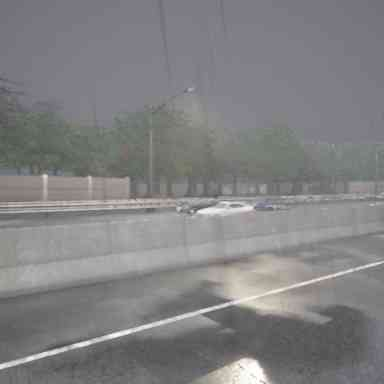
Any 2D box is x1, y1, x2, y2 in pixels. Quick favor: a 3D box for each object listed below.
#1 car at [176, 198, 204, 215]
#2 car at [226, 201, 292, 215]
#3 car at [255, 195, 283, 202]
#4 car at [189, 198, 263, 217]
[{"bbox_3d":[0.822,1.308,30.328,4.902,1.511,2.128,-1,0,-35],"label":"car"},{"bbox_3d":[4.609,1.445,20.147,4.718,1.301,1.895,-1,0,-35],"label":"car"},{"bbox_3d":[6.414,1.125,29.993,4.553,1.767,2.097,-1,0,-35],"label":"car"},{"bbox_3d":[2.390,1.372,22.863,4.674,1.442,1.812,-1,0,-35],"label":"car"}]
